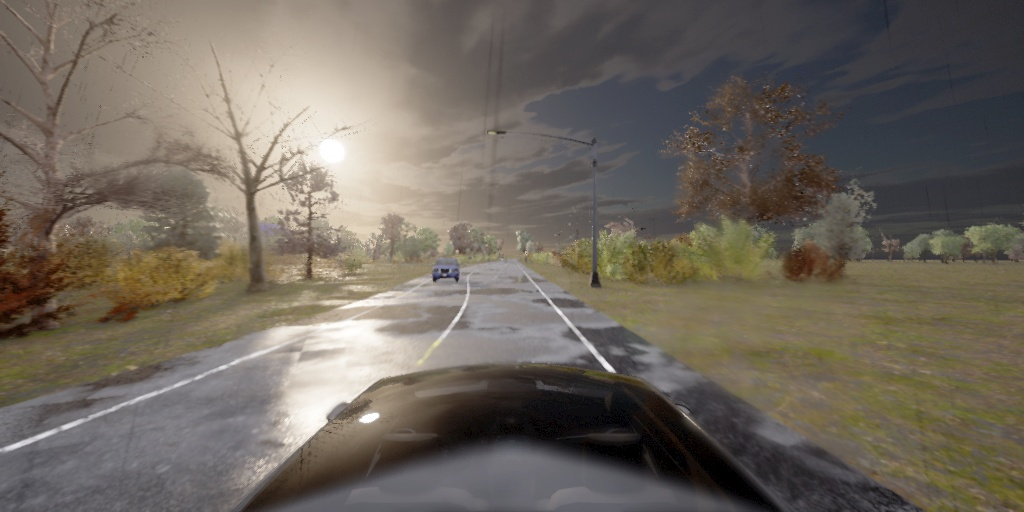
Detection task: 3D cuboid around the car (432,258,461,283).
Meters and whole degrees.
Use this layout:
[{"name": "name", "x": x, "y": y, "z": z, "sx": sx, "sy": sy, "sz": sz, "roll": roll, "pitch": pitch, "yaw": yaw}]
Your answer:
[{"name": "car", "x": -5.630, "y": 1.157, "z": 31.081, "sx": 2.150, "sy": 2.045, "sz": 5.566, "roll": 0, "pitch": 0, "yaw": -7}]
